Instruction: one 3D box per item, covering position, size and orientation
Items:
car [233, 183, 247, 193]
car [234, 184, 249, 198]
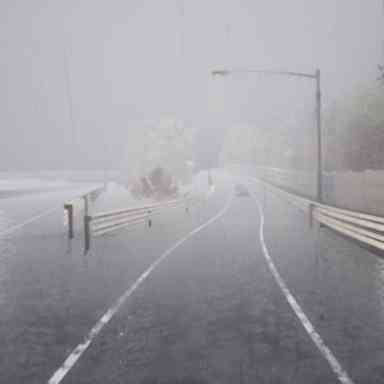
[{"bbox_3d":[8.717,-0.836,60.758,2.033,1.411,5.357,-1,5,5],"label":"car"},{"bbox_3d":[7.613,0.013,50.351,2.033,1.411,5.357,-1,4,6],"label":"car"}]
